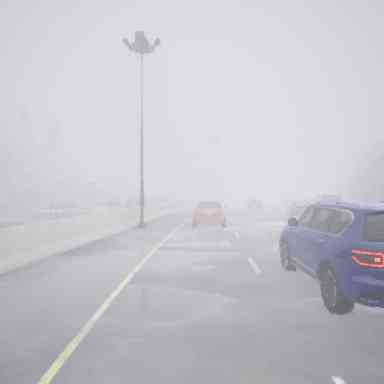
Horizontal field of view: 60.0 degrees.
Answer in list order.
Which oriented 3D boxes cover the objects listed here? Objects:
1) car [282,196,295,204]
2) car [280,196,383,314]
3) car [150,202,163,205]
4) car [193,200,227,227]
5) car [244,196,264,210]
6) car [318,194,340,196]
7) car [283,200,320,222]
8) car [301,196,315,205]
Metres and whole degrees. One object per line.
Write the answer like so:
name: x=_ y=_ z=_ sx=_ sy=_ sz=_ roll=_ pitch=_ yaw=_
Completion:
car: x=18.311 y=1.567 z=62.984 sx=1.994 sy=1.385 sz=4.181 roll=0 pitch=0 yaw=21
car: x=3.665 y=1.223 z=7.729 sx=2.150 sy=2.045 sz=5.566 roll=0 pitch=0 yaw=1
car: x=-4.874 y=1.481 z=48.073 sx=2.128 sy=1.511 sz=4.902 roll=0 pitch=0 yaw=14
car: x=1.312 y=1.349 z=22.826 sx=2.097 sy=1.767 sz=4.553 roll=0 pitch=0 yaw=7
car: x=8.382 y=1.504 z=43.612 sx=1.837 sy=1.490 sz=4.892 roll=-1 pitch=0 yaw=15
car: x=13.185 y=1.227 z=32.492 sx=2.150 sy=2.045 sz=5.566 roll=0 pitch=0 yaw=11
car: x=8.983 y=1.494 z=27.743 sx=2.128 sy=1.511 sz=4.902 roll=0 pitch=0 yaw=9
car: x=21.719 y=1.497 z=62.204 sx=2.128 sy=1.511 sz=4.902 roll=0 pitch=0 yaw=22
